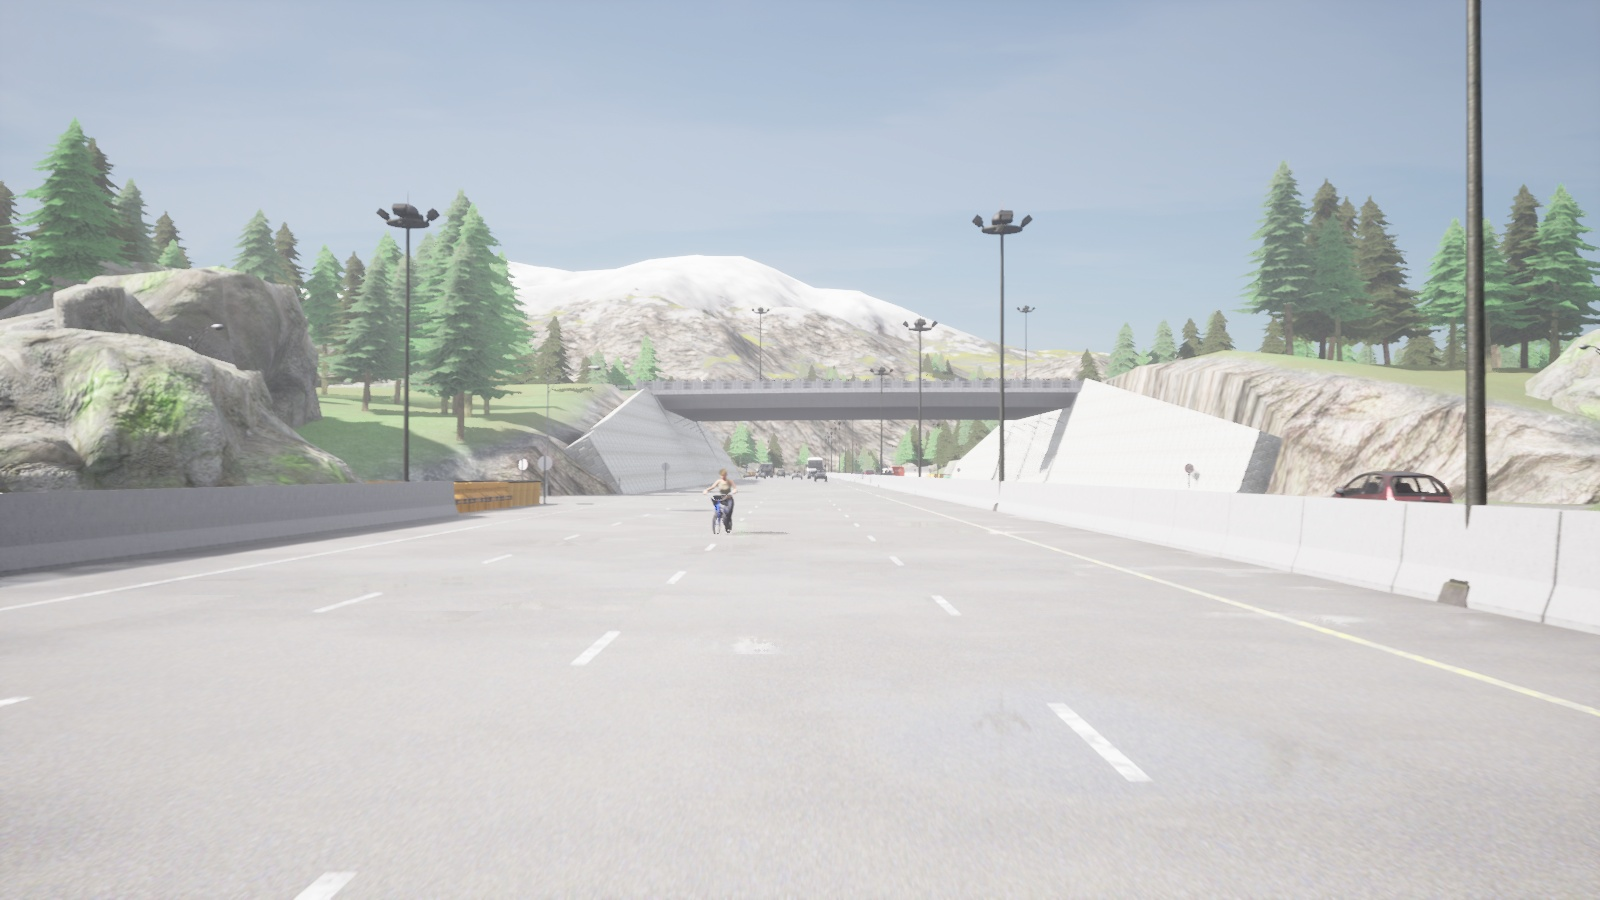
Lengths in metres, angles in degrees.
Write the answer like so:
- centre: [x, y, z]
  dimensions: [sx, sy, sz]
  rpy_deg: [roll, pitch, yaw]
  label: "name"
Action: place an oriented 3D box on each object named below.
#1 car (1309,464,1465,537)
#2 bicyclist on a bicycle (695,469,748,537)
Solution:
- centre: [13.927, 1.161, 30.079]
  dimensions: [1.851, 1.617, 3.988]
  rpy_deg: [0, -1, 0]
  label: "car"
- centre: [-1.916, 1.274, 30.802]
  dimensions: [0.866, 1.612, 1.509]
  rpy_deg: [0, -1, 14]
  label: "bicyclist on a bicycle"
